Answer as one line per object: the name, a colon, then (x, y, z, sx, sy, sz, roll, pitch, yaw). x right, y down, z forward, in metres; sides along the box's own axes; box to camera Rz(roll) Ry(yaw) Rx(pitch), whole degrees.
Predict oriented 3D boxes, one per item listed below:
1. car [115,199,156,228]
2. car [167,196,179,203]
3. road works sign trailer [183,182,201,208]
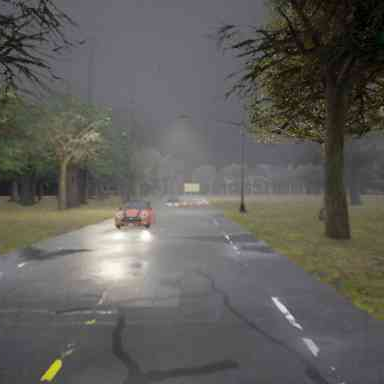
car: (-3.599, 1.354, 21.848, 2.097, 1.767, 4.553, 0, 0, 0)
car: (-3.530, 1.404, 62.739, 1.994, 1.385, 4.181, 0, 0, 1)
road works sign trailer: (-0.002, 0.401, 48.236, 2.380, 3.560, 2.880, 0, 0, 0)
